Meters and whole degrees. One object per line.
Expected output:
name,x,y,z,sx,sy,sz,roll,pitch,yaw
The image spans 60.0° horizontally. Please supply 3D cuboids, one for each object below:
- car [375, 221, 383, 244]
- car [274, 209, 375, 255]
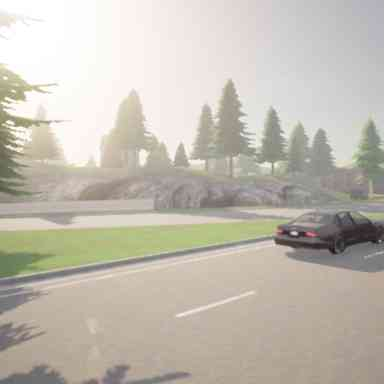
car,7.575,1.252,9.740,5.008,1.535,1.882,-2,0,-37
car,5.352,1.354,12.452,5.357,1.411,2.033,-2,0,-37
